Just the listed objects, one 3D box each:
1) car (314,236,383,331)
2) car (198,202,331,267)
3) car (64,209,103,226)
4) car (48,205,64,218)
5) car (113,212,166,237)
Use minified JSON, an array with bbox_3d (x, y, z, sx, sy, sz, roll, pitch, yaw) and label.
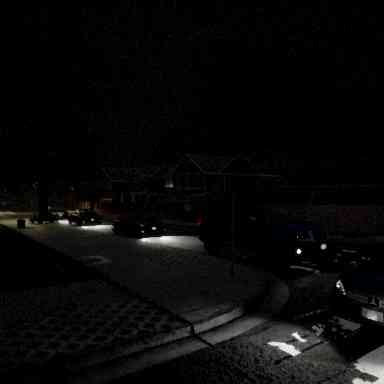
[{"bbox_3d":[4.529,1.556,6.221,4.674,1.442,1.812,1,-1,-36],"label":"car"},{"bbox_3d":[2.471,1.405,12.599,2.150,2.045,5.566,0,-1,-36],"label":"car"},{"bbox_3d":[-9.446,2.161,29.250,1.994,1.385,4.181,0,-1,-36],"label":"car"},{"bbox_3d":[-15.516,2.282,37.784,2.128,1.511,4.902,0,-1,-35],"label":"car"},{"bbox_3d":[-3.356,1.955,20.752,1.994,1.385,4.181,0,-1,-36],"label":"car"}]
